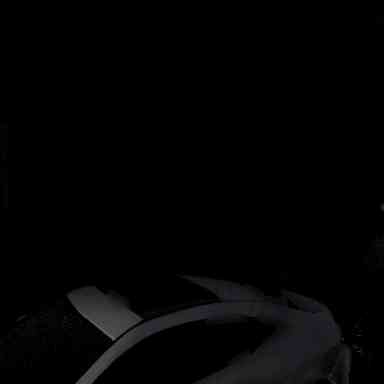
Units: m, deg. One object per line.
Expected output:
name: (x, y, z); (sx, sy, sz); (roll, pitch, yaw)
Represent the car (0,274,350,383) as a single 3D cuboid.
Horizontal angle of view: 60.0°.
car: (-0.565, 1.525, 2.669); (4.674, 1.442, 1.812); (0, 0, -35)
